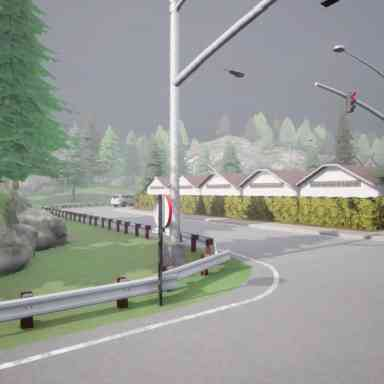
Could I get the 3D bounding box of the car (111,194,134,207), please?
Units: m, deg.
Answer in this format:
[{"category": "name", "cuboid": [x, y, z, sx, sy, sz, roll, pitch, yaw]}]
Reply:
[{"category": "car", "cuboid": [-10.518, 1.398, 53.859, 2.150, 2.045, 5.566, 0, 0, 36]}]
